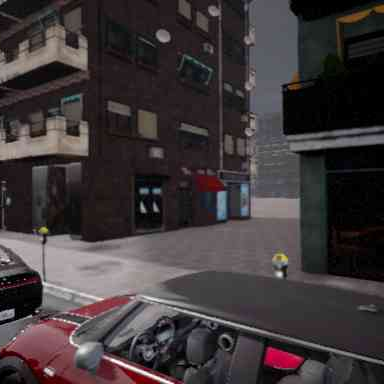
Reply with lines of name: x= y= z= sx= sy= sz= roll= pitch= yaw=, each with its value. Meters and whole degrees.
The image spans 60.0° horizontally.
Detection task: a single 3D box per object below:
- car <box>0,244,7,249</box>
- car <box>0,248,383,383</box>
car: x=-4.460 y=1.536 z=6.061 sx=4.403 sy=1.369 sz=2.008 roll=0 pitch=-1 yaw=35
car: x=0.078 y=1.436 z=2.834 sx=4.097 sy=1.590 sz=1.967 roll=0 pitch=-1 yaw=35
